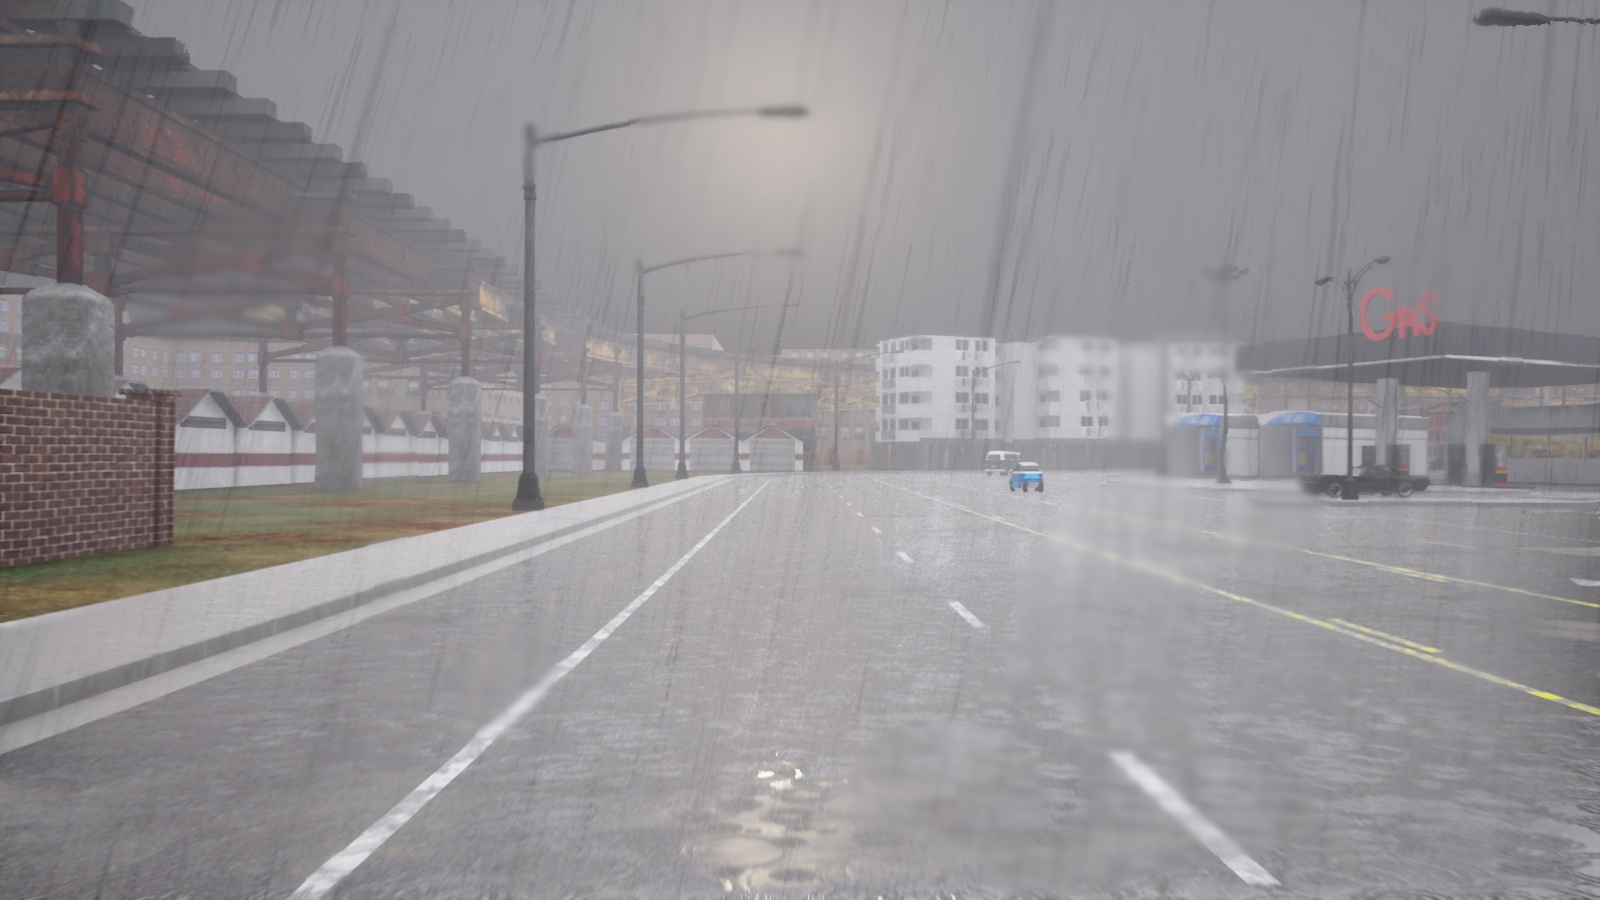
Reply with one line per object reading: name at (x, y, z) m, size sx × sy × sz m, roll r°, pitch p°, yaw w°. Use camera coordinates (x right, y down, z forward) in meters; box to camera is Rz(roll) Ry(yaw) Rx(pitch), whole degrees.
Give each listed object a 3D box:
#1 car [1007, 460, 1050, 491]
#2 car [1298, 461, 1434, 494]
car at (10.511, 1.149, 57.880) m, size 1.481 × 1.376 × 2.207 m, roll 0°, pitch 0°, yaw -3°
car at (23.058, 1.119, 51.286) m, size 4.718 × 1.301 × 1.895 m, roll 0°, pitch 0°, yaw 0°
